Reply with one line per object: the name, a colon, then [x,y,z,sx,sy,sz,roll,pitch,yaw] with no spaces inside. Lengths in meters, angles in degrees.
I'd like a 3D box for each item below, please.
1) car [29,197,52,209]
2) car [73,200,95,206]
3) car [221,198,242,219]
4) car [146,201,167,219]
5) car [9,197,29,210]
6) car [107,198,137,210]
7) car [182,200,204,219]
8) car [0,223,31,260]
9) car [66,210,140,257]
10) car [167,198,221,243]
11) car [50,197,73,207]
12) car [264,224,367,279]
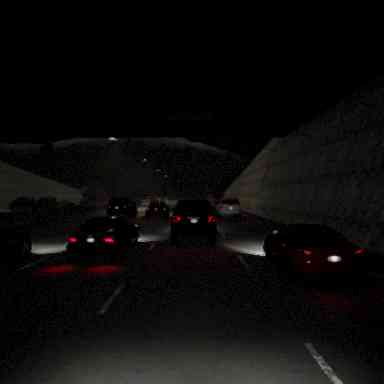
car: [-24.534,1.832,55.977,2.150,2.045,5.566,0,-1,1]
car: [-17.560,2.106,55.116,1.837,1.490,4.892,0,-1,1]
car: [3.592,1.581,33.318,2.150,2.045,5.566,0,-1,0]
car: [-3.409,1.720,33.928,2.097,1.767,4.553,0,-1,0]
car: [-28.031,1.828,55.356,2.150,2.045,5.566,0,-1,1]
car: [-6.908,1.583,33.220,2.150,2.045,5.566,0,-1,0]
car: [0.092,1.719,33.937,2.097,1.767,4.553,0,-1,0]
car: [-6.910,1.621,10.463,1.837,1.490,4.892,0,-1,0]
car: [-3.408,1.698,13.679,2.033,1.411,5.357,0,-1,0]
car: [0.090,1.411,17.462,2.150,2.045,5.566,0,-1,0]
car: [-21.054,2.094,55.092,2.128,1.511,4.902,0,-1,1]
car: [3.590,1.676,10.389,1.994,1.385,4.181,0,-1,0]
